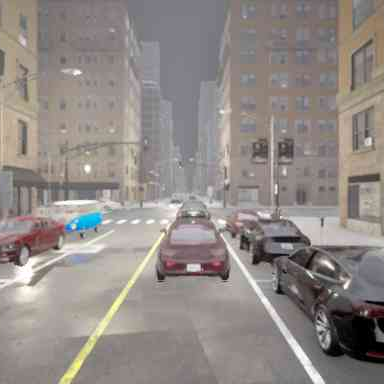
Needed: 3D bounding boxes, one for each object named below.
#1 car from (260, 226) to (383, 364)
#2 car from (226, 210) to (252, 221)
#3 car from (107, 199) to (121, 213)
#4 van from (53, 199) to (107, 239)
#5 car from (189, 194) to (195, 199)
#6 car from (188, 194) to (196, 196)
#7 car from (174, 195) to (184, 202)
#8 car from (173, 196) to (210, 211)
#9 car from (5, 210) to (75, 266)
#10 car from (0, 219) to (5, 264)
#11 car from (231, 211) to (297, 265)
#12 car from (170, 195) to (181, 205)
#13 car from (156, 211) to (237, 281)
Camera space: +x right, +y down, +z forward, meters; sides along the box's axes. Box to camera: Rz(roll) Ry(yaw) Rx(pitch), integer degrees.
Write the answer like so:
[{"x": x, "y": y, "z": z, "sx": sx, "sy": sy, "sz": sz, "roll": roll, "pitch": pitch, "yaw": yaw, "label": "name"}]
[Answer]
[{"x": 2.670, "y": 1.560, "z": 5.858, "sx": 1.947, "sy": 1.339, "sz": 4.313, "roll": 0, "pitch": 0, "yaw": 0, "label": "car"}, {"x": 2.670, "y": 1.566, "z": 17.028, "sx": 1.802, "sy": 1.307, "sz": 4.206, "roll": 0, "pitch": 0, "yaw": 0, "label": "car"}, {"x": -10.158, "y": 1.493, "z": 36.431, "sx": 4.674, "sy": 1.442, "sz": 1.812, "roll": 0, "pitch": -1, "yaw": 10, "label": "car"}, {"x": -5.855, "y": 1.325, "z": 17.026, "sx": 1.690, "sy": 1.788, "sz": 3.998, "roll": 0, "pitch": 0, "yaw": 0, "label": "van"}, {"x": 0.012, "y": 1.300, "z": 93.068, "sx": 1.812, "sy": 1.442, "sz": 4.674, "roll": 0, "pitch": 0, "yaw": 0, "label": "car"}, {"x": 0.070, "y": 1.435, "z": 82.647, "sx": 1.837, "sy": 1.490, "sz": 4.892, "roll": 0, "pitch": 0, "yaw": 0, "label": "car"}, {"x": -2.889, "y": 1.485, "z": 75.017, "sx": 2.033, "sy": 1.411, "sz": 5.357, "roll": 0, "pitch": 0, "yaw": 0, "label": "car"}, {"x": 0.103, "y": 1.332, "z": 21.614, "sx": 2.097, "sy": 1.767, "sz": 4.553, "roll": 0, "pitch": 0, "yaw": 0, "label": "car"}, {"x": -5.855, "y": 1.534, "z": 11.440, "sx": 1.887, "sy": 1.381, "sz": 4.507, "roll": 0, "pitch": 0, "yaw": 0, "label": "car"}, {"x": -5.854, "y": 1.310, "z": 5.853, "sx": 2.192, "sy": 1.841, "sz": 5.009, "roll": 0, "pitch": 0, "yaw": 0, "label": "car"}, {"x": 2.670, "y": 1.555, "z": 11.443, "sx": 1.947, "sy": 1.339, "sz": 4.313, "roll": 0, "pitch": 0, "yaw": 0, "label": "car"}, {"x": -2.850, "y": 1.553, "z": 59.494, "sx": 1.895, "sy": 1.301, "sz": 4.718, "roll": 0, "pitch": 0, "yaw": 0, "label": "car"}, {"x": 0.023, "y": 1.517, "z": 9.714, "sx": 1.812, "sy": 1.442, "sz": 4.674, "roll": 0, "pitch": 0, "yaw": 0, "label": "car"}]
